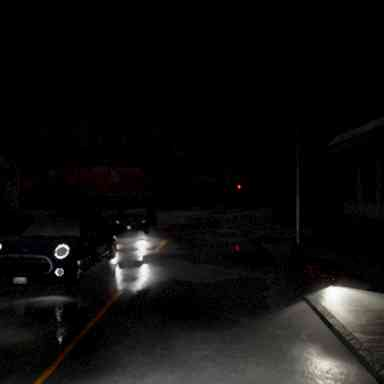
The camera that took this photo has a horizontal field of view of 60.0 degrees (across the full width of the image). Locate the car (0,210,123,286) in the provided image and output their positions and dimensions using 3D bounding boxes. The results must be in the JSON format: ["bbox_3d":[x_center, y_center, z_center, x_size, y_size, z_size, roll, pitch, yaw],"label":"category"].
[{"bbox_3d":[-3.731,1.393,9.666,2.097,1.767,4.553,0,0,3],"label":"car"}]

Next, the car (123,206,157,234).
[{"bbox_3d":[-3.216,1.610,19.893,1.812,1.442,4.674,0,0,3],"label":"car"}]
